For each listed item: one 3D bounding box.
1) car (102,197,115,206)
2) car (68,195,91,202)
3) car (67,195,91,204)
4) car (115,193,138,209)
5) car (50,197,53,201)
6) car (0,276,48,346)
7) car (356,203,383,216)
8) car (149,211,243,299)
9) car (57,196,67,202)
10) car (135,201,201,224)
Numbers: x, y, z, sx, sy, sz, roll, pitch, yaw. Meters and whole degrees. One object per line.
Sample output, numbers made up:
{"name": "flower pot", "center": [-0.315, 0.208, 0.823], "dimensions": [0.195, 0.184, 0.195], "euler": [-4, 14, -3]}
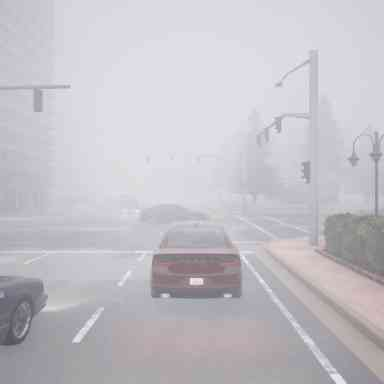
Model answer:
{"name": "car", "center": [-13.588, 1.547, 56.329], "dimensions": [2.033, 1.411, 5.357], "euler": [0, 0, -34]}
{"name": "car", "center": [-25.773, 1.478, 76.370], "dimensions": [5.008, 1.535, 1.882], "euler": [0, 0, 24]}
{"name": "car", "center": [-21.893, 1.492, 65.741], "dimensions": [4.902, 1.511, 2.128], "euler": [0, 0, 39]}
{"name": "car", "center": [-9.042, 1.221, 46.690], "dimensions": [2.150, 2.045, 5.566], "euler": [0, 0, -20]}
{"name": "car", "center": [-35.598, 1.468, 79.847], "dimensions": [4.181, 1.385, 1.994], "euler": [0, 0, 9]}
{"name": "car", "center": [-3.428, 1.547, 3.309], "dimensions": [2.033, 1.411, 5.357], "euler": [0, 0, 0]}
{"name": "car", "center": [15.618, 1.581, 26.570], "dimensions": [4.674, 1.442, 1.812], "euler": [0, 0, 0]}
{"name": "car", "center": [0.094, 1.478, 8.536], "dimensions": [1.882, 1.535, 5.008], "euler": [0, 0, 0]}
{"name": "car", "center": [-27.152, 1.540, 73.161], "dimensions": [5.357, 1.411, 2.033], "euler": [0, 0, 24]}
{"name": "car", "center": [-1.174, 1.545, 23.025], "dimensions": [4.892, 1.490, 1.837], "euler": [0, 0, 0]}
